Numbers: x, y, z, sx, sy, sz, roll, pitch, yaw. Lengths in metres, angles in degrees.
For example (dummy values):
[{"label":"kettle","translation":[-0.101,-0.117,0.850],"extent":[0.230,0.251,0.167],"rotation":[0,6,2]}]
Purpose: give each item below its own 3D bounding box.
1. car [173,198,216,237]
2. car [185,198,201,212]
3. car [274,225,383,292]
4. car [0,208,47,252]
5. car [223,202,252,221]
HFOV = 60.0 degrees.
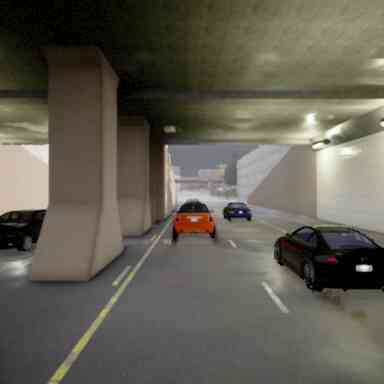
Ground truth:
[{"label":"car","translation":[0.108,1.346,17.968],"extent":[2.097,1.767,4.553],"rotation":[0,0,0]},{"label":"car","translation":[0.115,1.491,38.723],"extent":[1.837,1.490,4.892],"rotation":[0,0,0]},{"label":"car","translation":[3.603,1.561,8.965],"extent":[1.994,1.385,4.181],"rotation":[0,0,0]},{"label":"car","translation":[-7.094,1.473,14.073],"extent":[1.882,1.535,5.008],"rotation":[0,0,0]},{"label":"car","translation":[3.611,1.538,27.040],"extent":[2.033,1.411,5.357],"rotation":[0,0,0]}]
